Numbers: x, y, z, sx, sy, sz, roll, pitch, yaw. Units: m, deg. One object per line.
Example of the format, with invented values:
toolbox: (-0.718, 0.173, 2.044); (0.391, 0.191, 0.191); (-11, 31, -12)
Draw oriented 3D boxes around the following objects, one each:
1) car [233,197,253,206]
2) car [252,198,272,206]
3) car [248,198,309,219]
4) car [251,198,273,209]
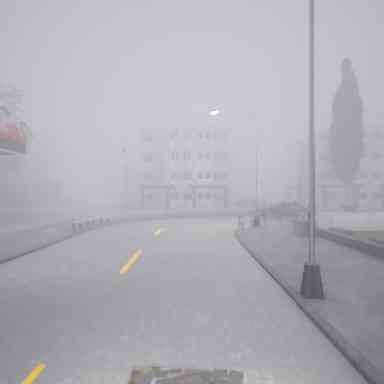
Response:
car: (8.408, 1.502, 53.201); (3.633, 1.501, 1.845); (0, 0, 11)
car: (11.179, 1.589, 52.808); (1.853, 1.218, 4.536); (0, 0, 30)
car: (7.788, 1.549, 28.962); (4.892, 1.490, 1.837); (1, 0, -6)
car: (11.204, 1.747, 52.853); (2.038, 1.542, 4.974); (0, 0, 30)
